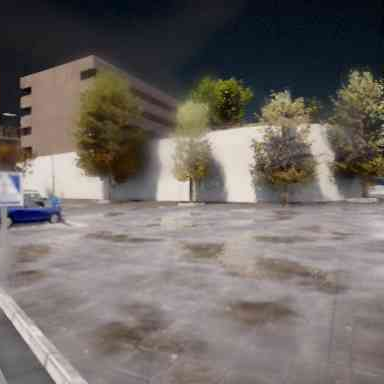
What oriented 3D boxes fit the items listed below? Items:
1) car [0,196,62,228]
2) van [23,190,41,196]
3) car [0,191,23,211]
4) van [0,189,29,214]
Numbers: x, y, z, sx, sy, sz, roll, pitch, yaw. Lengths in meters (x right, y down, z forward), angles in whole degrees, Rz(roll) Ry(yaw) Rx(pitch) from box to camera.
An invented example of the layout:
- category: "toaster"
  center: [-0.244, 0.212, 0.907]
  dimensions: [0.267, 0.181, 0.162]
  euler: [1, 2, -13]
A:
- category: "car"
  center: [-10.358, 1.242, 20.232]
  dimensions: [2.097, 1.535, 5.008]
  euler: [2, 1, 32]
- category: "van"
  center: [-12.154, 0.935, 22.680]
  dimensions: [1.878, 1.987, 4.442]
  euler: [2, 1, 32]
- category: "car"
  center: [-17.834, 0.786, 29.596]
  dimensions: [2.185, 1.767, 4.553]
  euler: [2, 1, 31]
- category: "van"
  center: [-16.002, 0.768, 27.170]
  dimensions: [1.878, 1.987, 4.442]
  euler: [2, 1, 32]
